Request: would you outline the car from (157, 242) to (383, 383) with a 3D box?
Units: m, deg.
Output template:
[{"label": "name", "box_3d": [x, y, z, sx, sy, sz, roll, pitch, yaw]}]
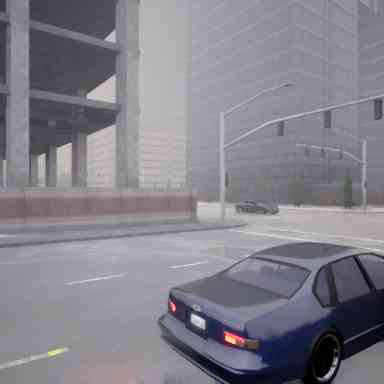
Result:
[{"label": "car", "box_3d": [2.123, 1.547, 5.303, 5.357, 1.411, 2.033, 0, 0, -35]}]

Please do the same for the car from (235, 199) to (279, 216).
[{"label": "car", "box_3d": [6.365, 1.504, 32.830, 1.837, 1.490, 4.892, 0, 0, -36]}]
